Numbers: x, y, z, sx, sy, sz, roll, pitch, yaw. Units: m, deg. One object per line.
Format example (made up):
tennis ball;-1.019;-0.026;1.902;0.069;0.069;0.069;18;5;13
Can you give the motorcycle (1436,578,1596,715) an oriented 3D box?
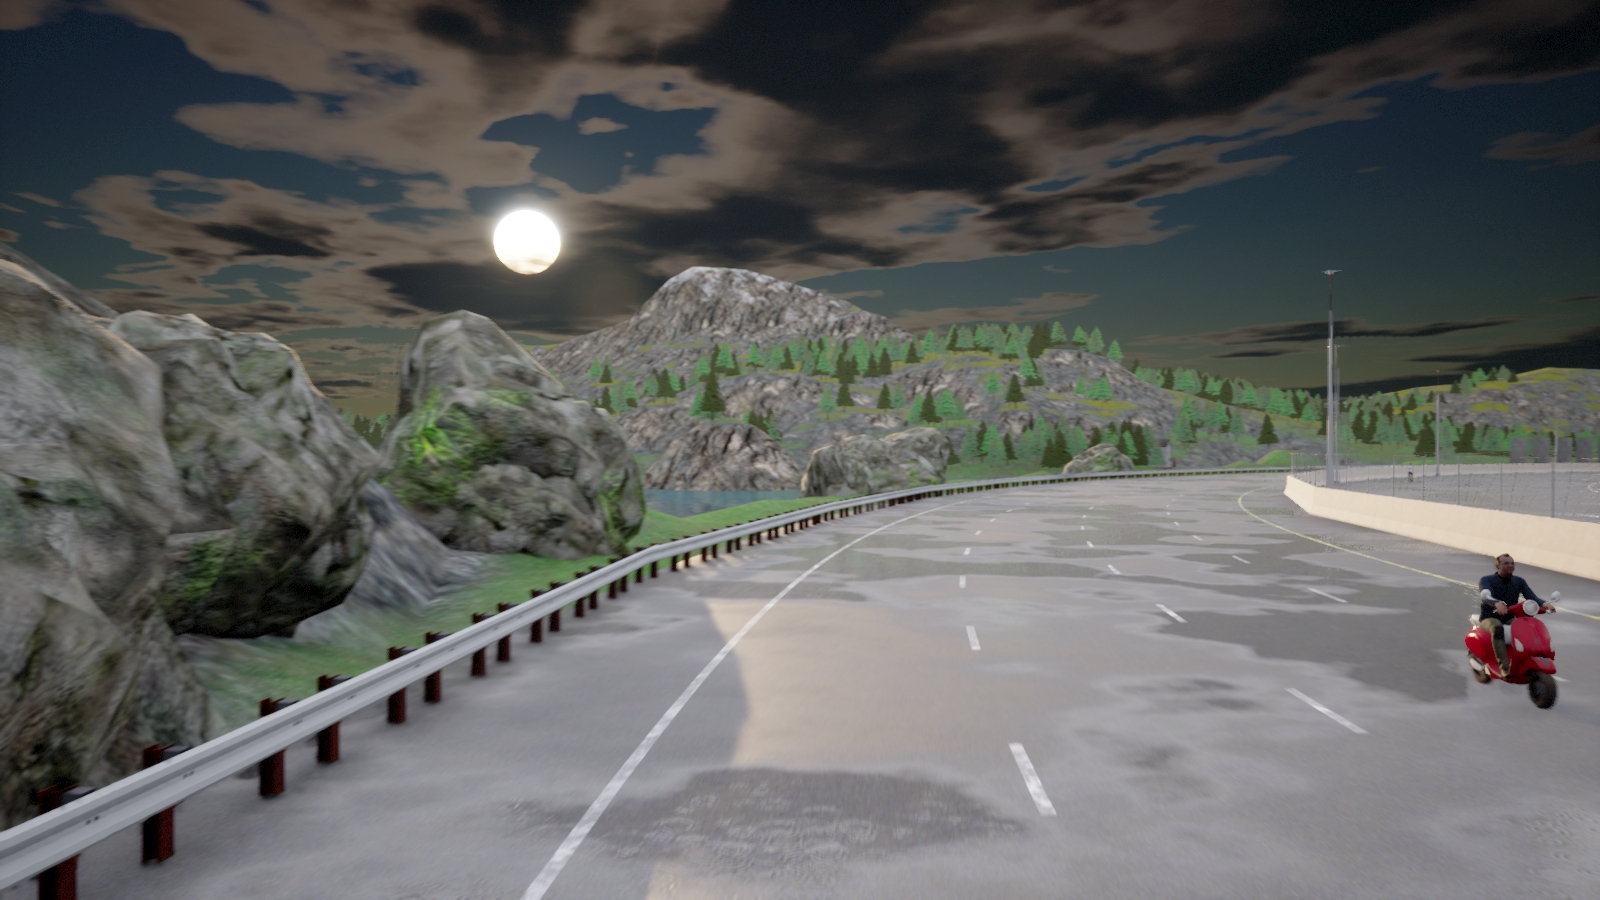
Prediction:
motorcycle;8.139;2.196;13.092;0.856;1.236;1.805;0;0;6
